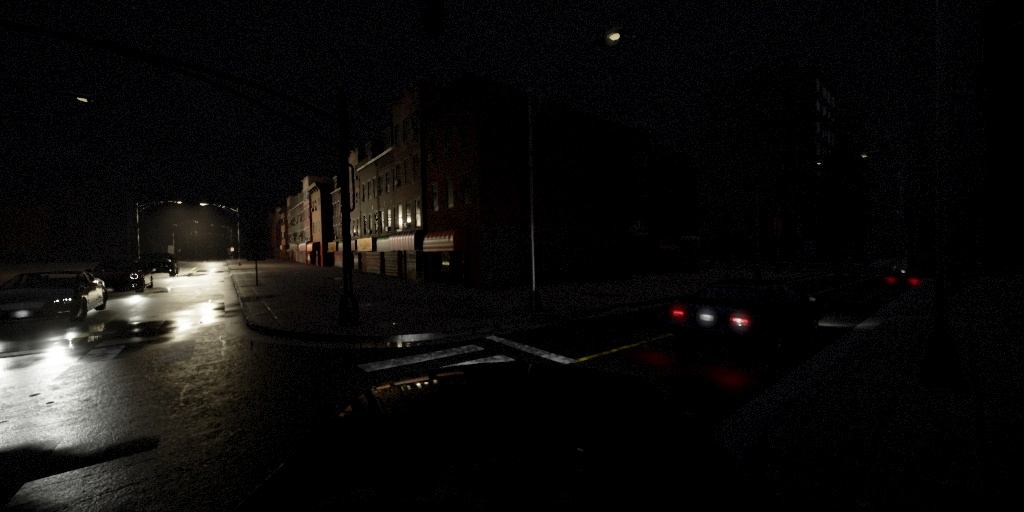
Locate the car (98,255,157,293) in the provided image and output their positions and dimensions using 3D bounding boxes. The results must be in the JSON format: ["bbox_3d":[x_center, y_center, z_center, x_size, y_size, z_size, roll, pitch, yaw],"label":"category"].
[{"bbox_3d":[-20.444,1.001,18.664,2.097,1.767,4.553,-2,2,-39],"label":"car"}]

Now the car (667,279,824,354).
[{"bbox_3d":[5.872,1.268,8.767,5.357,1.411,2.033,0,0,-39],"label":"car"}]

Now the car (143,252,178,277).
[{"bbox_3d":[-29.597,0.714,30.020,2.150,2.045,5.566,-2,2,-39],"label":"car"}]

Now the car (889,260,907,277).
[{"bbox_3d":[33.430,1.020,29.840,4.674,1.442,1.812,0,0,-28],"label":"car"}]

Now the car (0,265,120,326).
[{"bbox_3d":[-14.534,1.241,11.329,2.128,1.511,4.902,-2,2,-40],"label":"car"}]
